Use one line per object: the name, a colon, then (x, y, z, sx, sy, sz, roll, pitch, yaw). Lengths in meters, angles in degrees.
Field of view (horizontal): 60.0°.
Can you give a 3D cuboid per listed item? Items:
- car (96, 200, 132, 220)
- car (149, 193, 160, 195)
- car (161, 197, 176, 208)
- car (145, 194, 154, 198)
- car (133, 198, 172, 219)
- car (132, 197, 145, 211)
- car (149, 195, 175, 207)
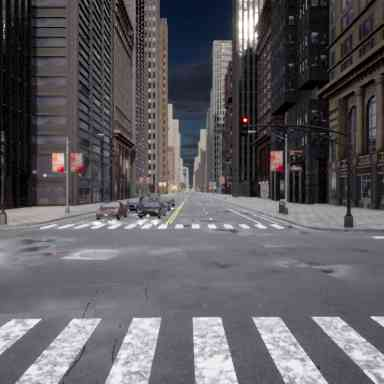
car: (-6.655, 1.510, 28.047, 1.812, 1.442, 4.674, 0, 0, 0)
car: (-6.680, 1.170, 57.844, 2.150, 2.045, 5.566, 0, 0, 1)
car: (-3.455, 1.510, 49.774, 2.033, 1.411, 5.357, 0, 0, 0)
car: (-6.696, 1.470, 47.395, 1.837, 1.490, 4.892, 0, 0, 0)
car: (-3.383, 1.531, 29.483, 2.033, 1.411, 5.357, 0, 0, 4)
car: (-6.675, 1.577, 37.155, 1.895, 1.301, 4.718, 0, 0, 0)
car: (-3.426, 1.466, 39.222, 2.128, 1.511, 4.902, 0, 0, 0)
